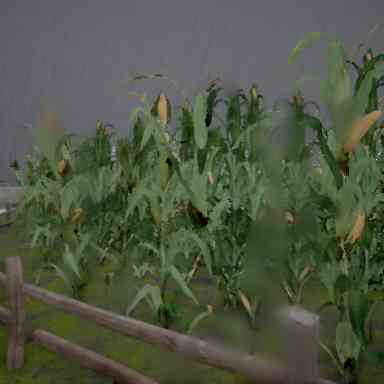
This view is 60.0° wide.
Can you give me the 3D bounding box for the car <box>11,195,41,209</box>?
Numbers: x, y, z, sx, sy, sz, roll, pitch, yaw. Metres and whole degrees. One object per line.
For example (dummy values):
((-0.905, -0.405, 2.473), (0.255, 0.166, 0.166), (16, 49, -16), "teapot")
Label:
((-17.963, 1.061, 37.508), (1.882, 1.535, 5.008), (0, 1, 30), "car")
